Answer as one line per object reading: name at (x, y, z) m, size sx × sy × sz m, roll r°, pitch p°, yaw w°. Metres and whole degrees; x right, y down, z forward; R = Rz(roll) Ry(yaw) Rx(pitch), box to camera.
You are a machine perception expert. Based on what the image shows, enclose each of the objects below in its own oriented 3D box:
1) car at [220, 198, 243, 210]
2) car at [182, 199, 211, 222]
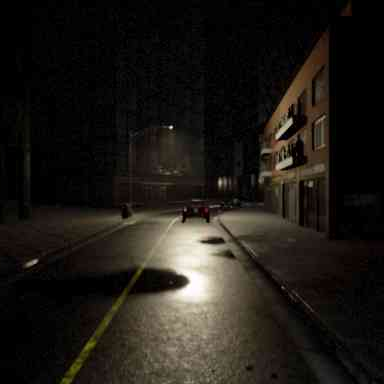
car at (5.325, 1.559, 44.406) m, size 2.128 × 1.511 × 4.902 m, roll 0°, pitch 0°, yaw 26°
car at (0.431, 1.375, 26.616) m, size 2.097 × 1.767 × 4.553 m, roll 0°, pitch 0°, yaw 4°
